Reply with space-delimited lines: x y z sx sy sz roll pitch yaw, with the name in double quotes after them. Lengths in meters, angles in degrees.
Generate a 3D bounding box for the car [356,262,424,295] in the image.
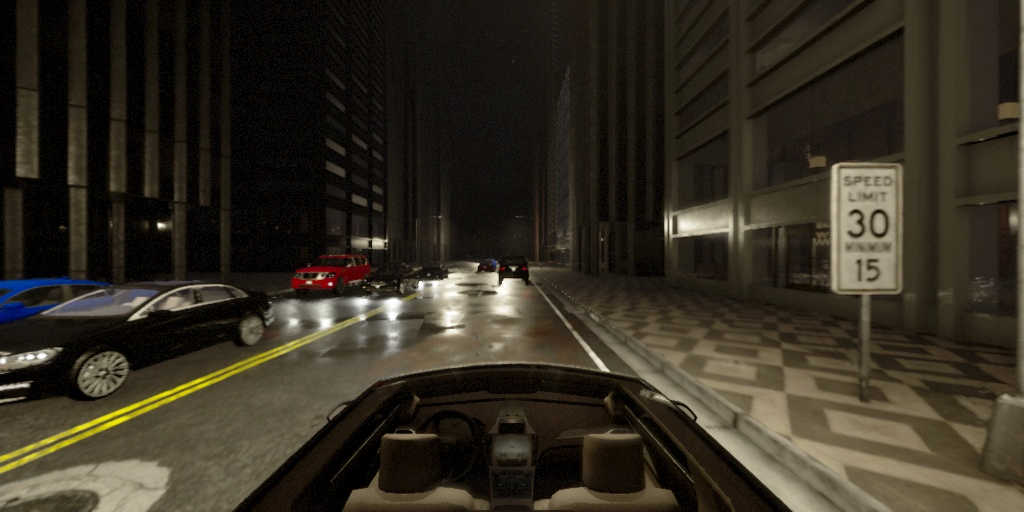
-6.510 1.249 19.806 1.837 1.490 4.892 0 0 0 "car"

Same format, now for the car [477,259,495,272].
-3.185 1.286 44.120 1.994 1.385 4.181 0 0 0 "car"

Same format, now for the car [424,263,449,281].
-6.527 1.292 30.062 1.994 1.385 4.181 0 0 1 "car"

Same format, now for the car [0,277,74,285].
-9.848 1.222 7.082 1.882 1.535 5.008 0 0 0 "car"

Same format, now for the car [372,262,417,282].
-9.778 1.275 30.283 2.033 1.411 5.357 0 0 0 "car"

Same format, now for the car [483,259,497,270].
-3.267 1.195 54.533 1.882 1.535 5.008 0 0 0 "car"

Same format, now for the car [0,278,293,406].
-6.599 1.236 6.494 2.128 1.511 4.902 0 0 0 "car"

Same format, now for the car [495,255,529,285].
0.096 0.952 26.212 2.150 2.045 5.566 0 0 0 "car"

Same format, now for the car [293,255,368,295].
-9.758 0.941 20.008 2.150 2.045 5.566 0 0 0 "car"
